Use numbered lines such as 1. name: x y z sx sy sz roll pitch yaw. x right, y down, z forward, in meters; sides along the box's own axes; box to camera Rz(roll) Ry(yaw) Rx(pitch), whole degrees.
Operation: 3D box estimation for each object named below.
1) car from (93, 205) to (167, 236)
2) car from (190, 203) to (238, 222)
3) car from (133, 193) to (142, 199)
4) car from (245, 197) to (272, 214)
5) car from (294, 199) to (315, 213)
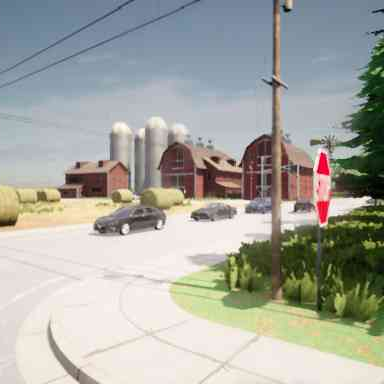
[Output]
1. car: -3.413 1.538 19.084 1.837 1.490 4.892 0 0 33
2. car: 1.945 1.581 27.388 2.033 1.411 5.357 0 0 33
3. car: -14.335 1.146 86.963 3.866 1.878 1.905 -2 6 -11
4. car: 7.430 1.385 35.825 2.097 1.767 4.553 0 0 34
5. car: 12.903 1.538 37.542 1.837 1.490 4.892 0 0 33
